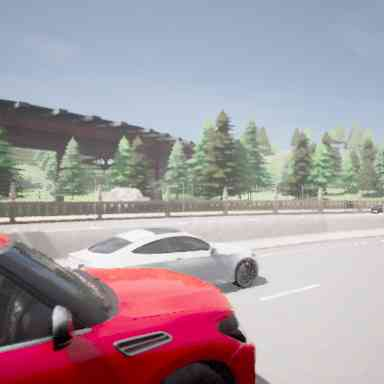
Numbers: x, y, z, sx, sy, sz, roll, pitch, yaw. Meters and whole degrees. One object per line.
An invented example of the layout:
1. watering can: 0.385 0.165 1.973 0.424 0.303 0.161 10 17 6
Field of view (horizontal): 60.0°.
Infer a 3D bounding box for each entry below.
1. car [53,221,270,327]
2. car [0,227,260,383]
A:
1. car: -0.513 1.556 7.665 4.674 1.442 1.812 0 0 -35
2. car: -2.047 1.222 2.320 5.566 2.045 2.150 0 0 -35
